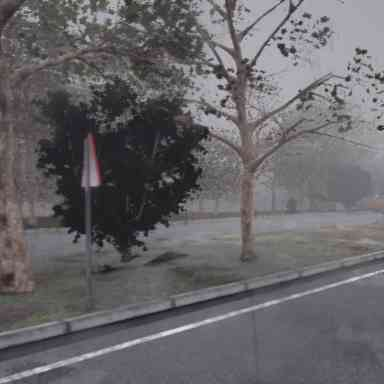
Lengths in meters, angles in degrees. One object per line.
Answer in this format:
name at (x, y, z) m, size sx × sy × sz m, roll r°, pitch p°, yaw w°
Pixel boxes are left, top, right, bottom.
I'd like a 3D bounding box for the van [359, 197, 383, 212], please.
van at (25.920, 1.693, 46.970) m, size 1.878 × 1.987 × 4.442 m, roll 2°, pitch -1°, yaw -35°
